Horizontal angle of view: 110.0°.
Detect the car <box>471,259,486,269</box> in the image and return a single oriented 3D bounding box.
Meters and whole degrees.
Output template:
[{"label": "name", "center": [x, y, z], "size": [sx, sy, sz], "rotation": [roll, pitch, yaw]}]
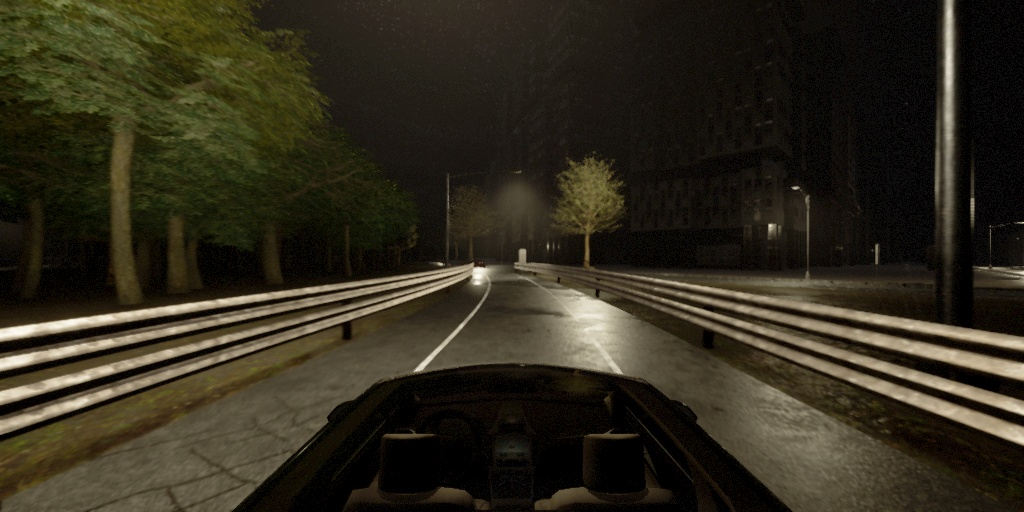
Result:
[{"label": "car", "center": [-6.068, 1.260, 62.747], "size": [2.097, 1.767, 4.553], "rotation": [0, 0, -17]}]
